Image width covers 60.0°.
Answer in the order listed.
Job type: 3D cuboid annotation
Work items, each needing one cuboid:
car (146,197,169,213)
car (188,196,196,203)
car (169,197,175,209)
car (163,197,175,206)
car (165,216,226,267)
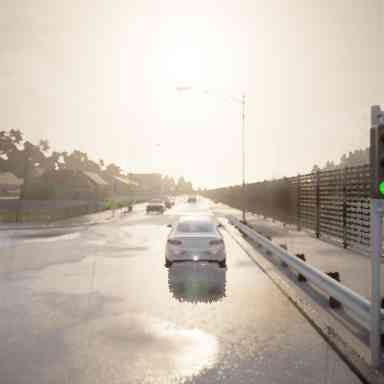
[{"bbox_3d":[-4.091,1.557,38.142,1.882,1.535,5.008,0,0,0],"label":"car"},{"bbox_3d":[0.002,1.628,72.713,1.882,1.535,5.008,0,0,0],"label":"car"},{"bbox_3d":[-4.059,1.451,48.072,2.097,1.767,4.553,0,0,0],"label":"car"},{"bbox_3d":[-3.995,1.645,57.985,1.812,1.442,4.674,0,0,0],"label":"car"},{"bbox_3d":[0.098,1.549,11.392,1.812,1.442,4.674,0,0,0],"label":"car"}]
